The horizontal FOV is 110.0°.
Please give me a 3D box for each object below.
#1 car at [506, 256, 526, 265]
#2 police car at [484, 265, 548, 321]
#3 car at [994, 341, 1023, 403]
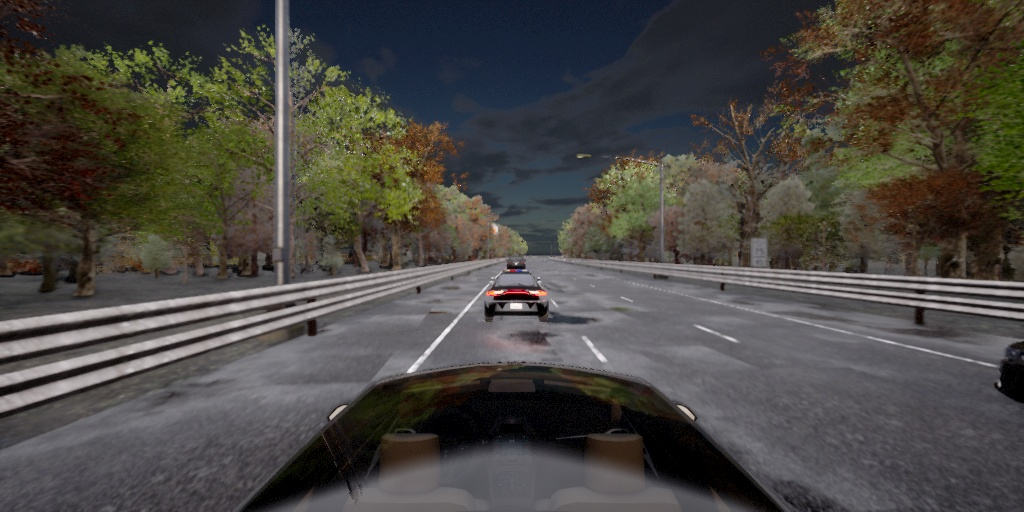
[{"bbox_3d":[0.498,0.968,42.189,2.150,2.045,5.566,0,0,1],"label":"car"},{"bbox_3d":[0.137,1.254,12.645,2.038,1.542,4.974,0,0,0],"label":"police car"},{"bbox_3d":[7.104,1.241,2.486,2.128,1.511,4.902,0,0,0],"label":"car"}]
